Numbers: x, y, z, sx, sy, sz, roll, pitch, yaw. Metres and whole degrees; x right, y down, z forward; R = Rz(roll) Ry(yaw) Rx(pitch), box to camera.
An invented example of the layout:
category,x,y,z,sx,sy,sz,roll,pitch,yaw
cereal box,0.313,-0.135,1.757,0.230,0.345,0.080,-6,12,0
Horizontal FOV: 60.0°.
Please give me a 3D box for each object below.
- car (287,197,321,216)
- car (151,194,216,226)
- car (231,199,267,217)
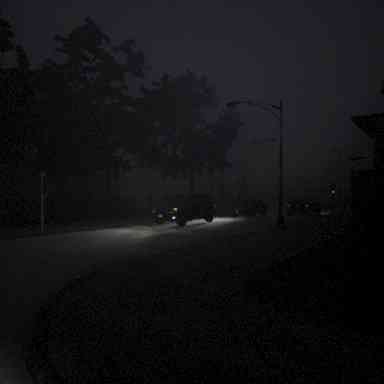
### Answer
category,x,y,z,sx,sy,sz,roll,pitch,yaw
car,10.818,1.313,31.812,2.097,1.767,4.553,0,0,35
car,-0.407,1.166,23.302,2.150,2.045,5.566,0,0,35
car,5.419,1.436,31.388,2.128,1.511,4.902,0,0,36
